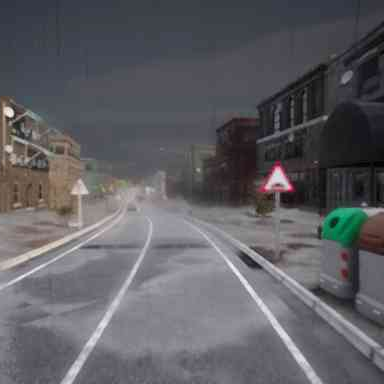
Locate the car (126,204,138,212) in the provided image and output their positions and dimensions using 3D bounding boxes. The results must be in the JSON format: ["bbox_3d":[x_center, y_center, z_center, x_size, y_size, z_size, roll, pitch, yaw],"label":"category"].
[{"bbox_3d":[-11.640,3.075,64.749,1.837,1.490,4.892,0,1,-10],"label":"car"}]
